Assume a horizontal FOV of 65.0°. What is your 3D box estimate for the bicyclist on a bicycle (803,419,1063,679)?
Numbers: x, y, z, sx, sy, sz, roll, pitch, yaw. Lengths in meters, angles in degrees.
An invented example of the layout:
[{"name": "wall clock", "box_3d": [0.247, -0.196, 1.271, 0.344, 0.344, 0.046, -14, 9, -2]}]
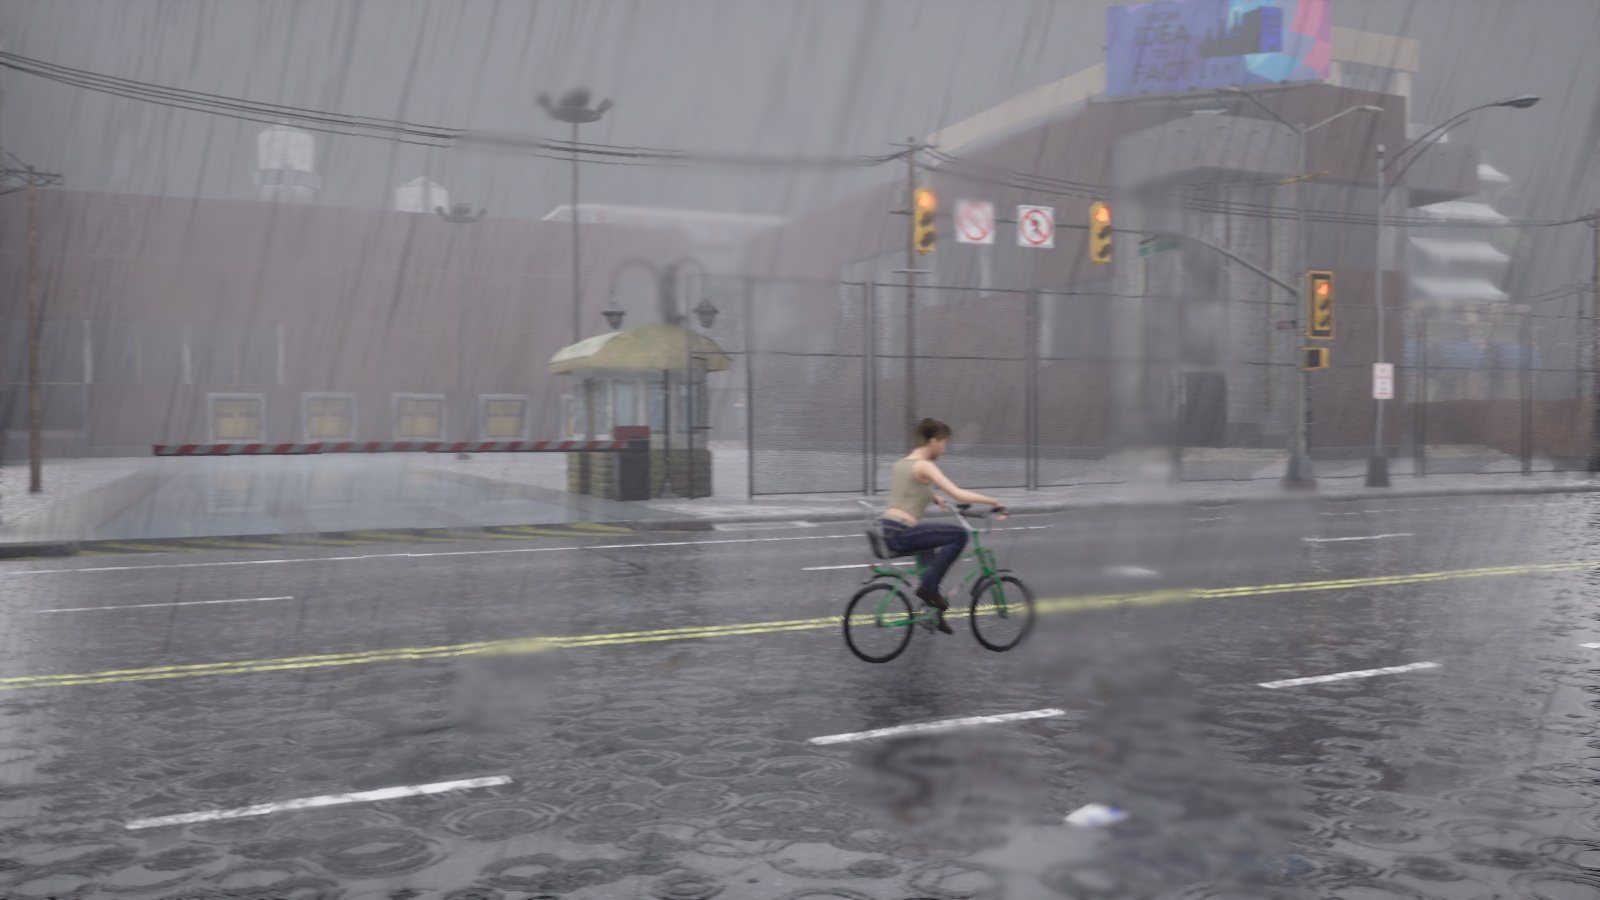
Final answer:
[{"name": "bicyclist on a bicycle", "box_3d": [0.889, 0.601, 8.486, 1.509, 1.612, 0.866, 0, 1, -25]}]
